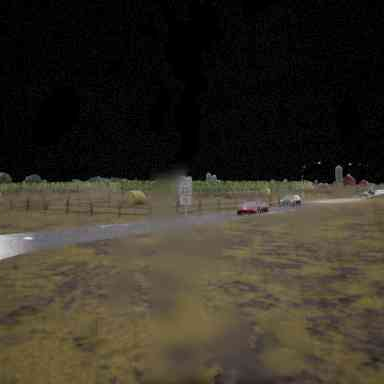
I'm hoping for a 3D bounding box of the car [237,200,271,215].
[{"bbox_3d":[6.048,1.473,32.311,1.994,1.385,4.181,-2,-1,35],"label":"car"}]

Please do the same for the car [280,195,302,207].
[{"bbox_3d":[14.676,1.214,49.329,2.097,1.767,4.553,-2,0,35],"label":"car"}]
